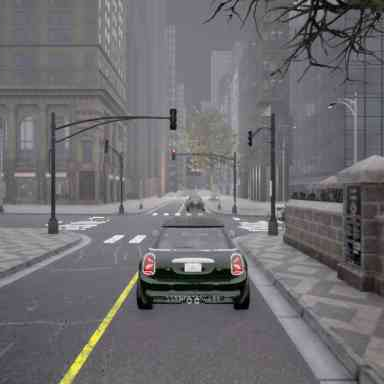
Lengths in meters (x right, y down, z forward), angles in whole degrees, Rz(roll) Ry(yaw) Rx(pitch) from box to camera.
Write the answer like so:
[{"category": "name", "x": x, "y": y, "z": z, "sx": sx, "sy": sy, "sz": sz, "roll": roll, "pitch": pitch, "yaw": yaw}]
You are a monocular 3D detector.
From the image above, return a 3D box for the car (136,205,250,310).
[{"category": "car", "x": 0.034, "y": 1.352, "z": 7.997, "sx": 2.097, "sy": 1.767, "sz": 4.553, "roll": 0, "pitch": 0, "yaw": 0}]

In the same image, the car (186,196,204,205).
[{"category": "car", "x": 0.352, "y": 1.281, "z": 40.060, "sx": 2.097, "sy": 1.767, "sz": 4.553, "roll": 0, "pitch": 0, "yaw": -2}]

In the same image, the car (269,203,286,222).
[{"category": "car", "x": 8.895, "y": 1.281, "z": 25.929, "sx": 5.566, "sy": 2.045, "sz": 2.150, "roll": 0, "pitch": 0, "yaw": -2}]
